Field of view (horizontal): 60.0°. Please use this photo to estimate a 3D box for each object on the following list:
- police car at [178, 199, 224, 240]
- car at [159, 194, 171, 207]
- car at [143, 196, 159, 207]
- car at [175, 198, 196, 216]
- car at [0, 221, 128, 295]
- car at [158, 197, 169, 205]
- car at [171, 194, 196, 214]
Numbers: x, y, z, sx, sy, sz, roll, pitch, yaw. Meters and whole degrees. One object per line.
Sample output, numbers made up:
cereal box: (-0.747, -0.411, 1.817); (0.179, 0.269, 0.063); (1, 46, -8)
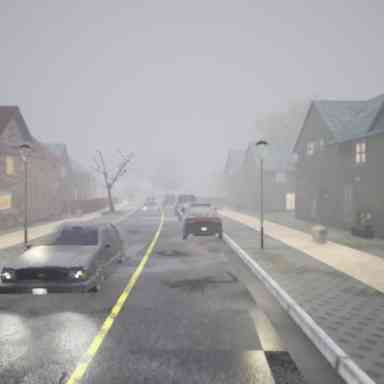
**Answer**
police car: (0.411, 1.394, 17.060); (1.930, 1.638, 5.238); (0, 0, -3)
car: (-3.507, 1.287, 51.163); (2.150, 2.045, 5.566); (0, 0, -8)
car: (-6.611, 1.447, 52.844); (2.097, 1.767, 4.553); (0, 0, -7)
car: (-0.178, 1.505, 26.998); (1.812, 1.442, 4.674); (0, 0, -4)
car: (-3.000, 1.530, 9.066); (2.033, 1.411, 5.357); (0, 0, -1)
car: (-5.576, 1.753, 64.741); (1.895, 1.301, 4.718); (0, 0, -10)
car: (-0.665, 1.218, 33.048); (2.150, 2.045, 5.566); (0, 0, -5)
